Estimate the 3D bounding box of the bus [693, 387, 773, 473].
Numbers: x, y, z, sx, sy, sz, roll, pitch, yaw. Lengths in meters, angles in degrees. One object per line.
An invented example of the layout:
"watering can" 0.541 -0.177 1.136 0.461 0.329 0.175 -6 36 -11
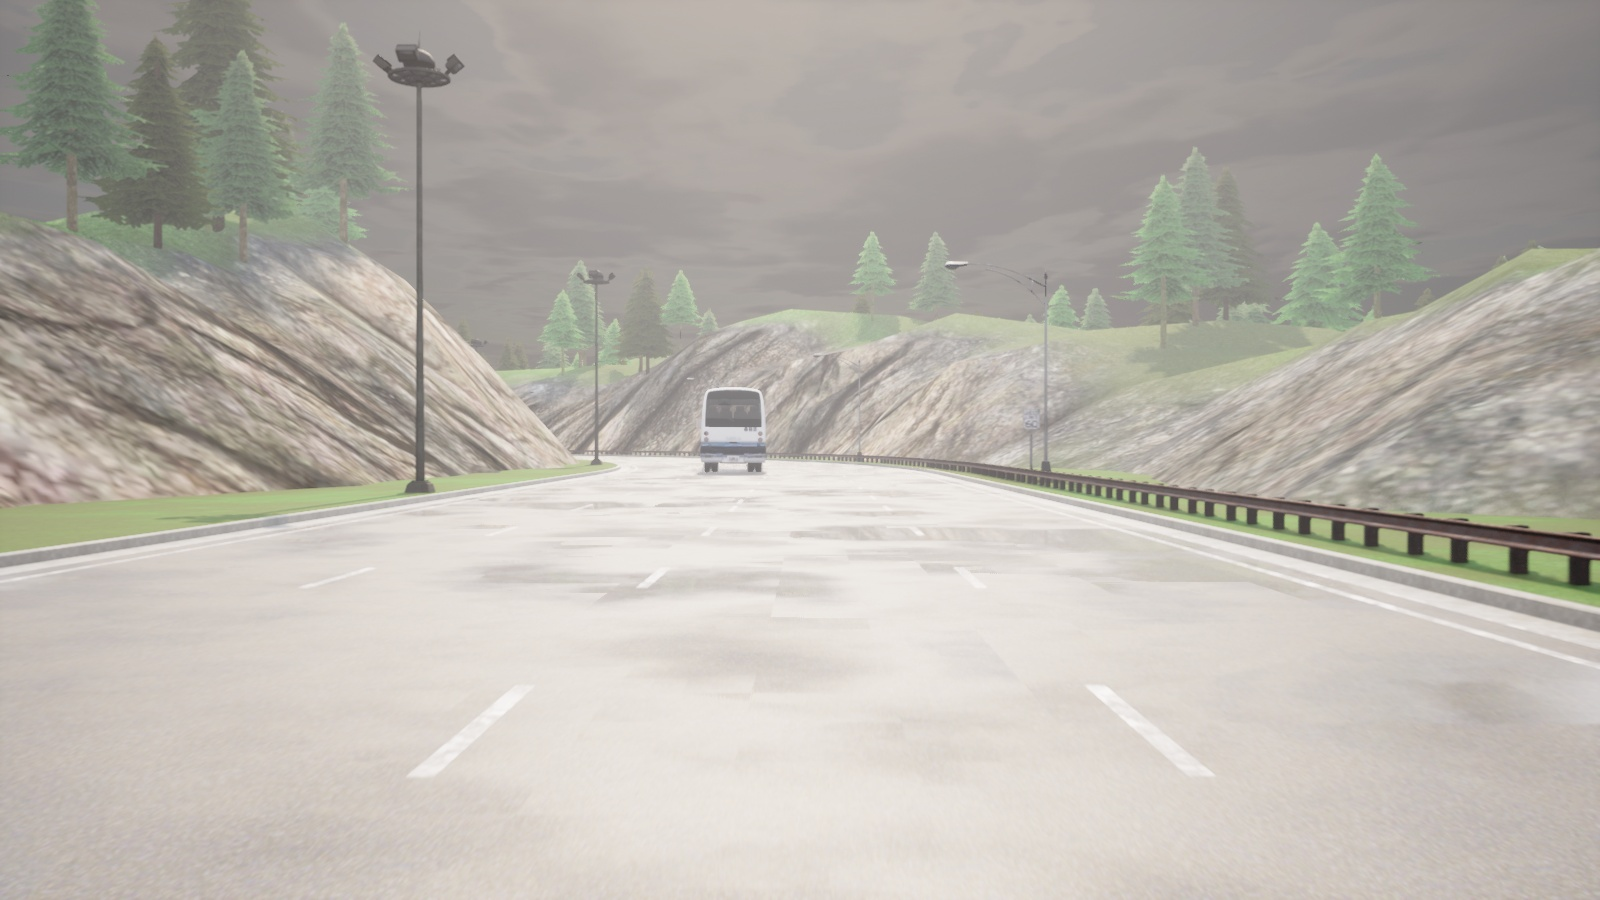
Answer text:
"bus" -3.653 -1.015 67.693 3.944 4.253 10.273 0 0 -4
